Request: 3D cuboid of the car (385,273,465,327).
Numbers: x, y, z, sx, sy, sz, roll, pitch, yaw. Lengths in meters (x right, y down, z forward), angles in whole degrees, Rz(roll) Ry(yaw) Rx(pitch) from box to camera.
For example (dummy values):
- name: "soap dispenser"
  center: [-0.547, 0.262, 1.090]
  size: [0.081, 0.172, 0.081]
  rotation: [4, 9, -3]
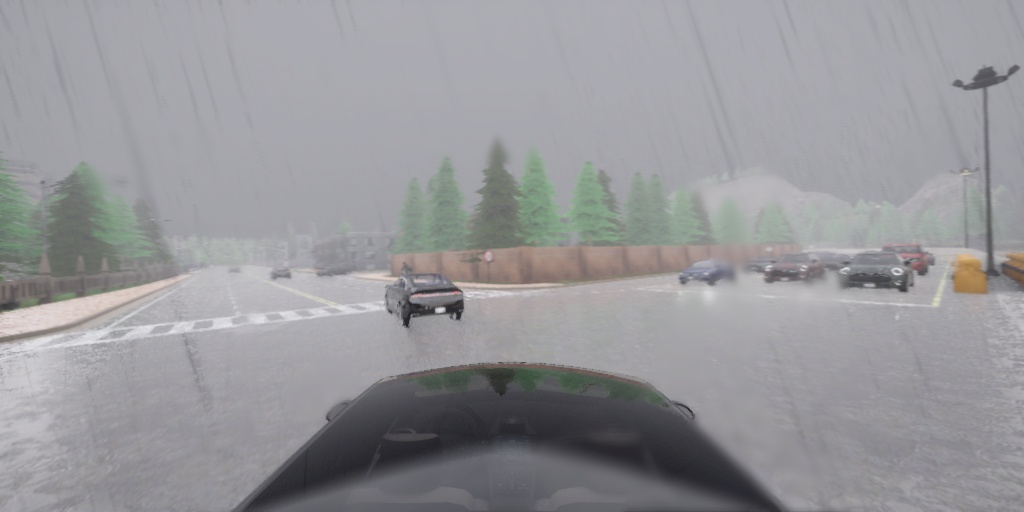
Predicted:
- name: "car"
  center: [-3.116, 1.338, 12.219]
  size: [2.128, 1.511, 4.902]
  rotation: [-2, 0, -27]

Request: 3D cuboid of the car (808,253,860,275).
- name: "car"
  center: [24.412, 0.566, 27.127]
  size: [5.357, 1.411, 2.033]
  rotation: [-2, 0, -38]

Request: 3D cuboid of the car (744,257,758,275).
- name: "car"
  center: [19.393, 0.734, 27.588]
  size: [4.181, 1.385, 1.994]
  rotation: [-2, 0, -39]

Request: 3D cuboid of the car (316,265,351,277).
- name: "car"
  center: [-23.119, 1.950, 46.745]
  size: [2.128, 1.511, 4.902]
  rotation: [-2, 0, 14]

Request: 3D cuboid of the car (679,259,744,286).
- name: "car"
  center: [11.866, 0.922, 21.556]
  size: [4.674, 1.442, 1.812]
  rotation: [-2, 0, -38]

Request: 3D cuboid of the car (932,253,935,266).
- name: "car"
  center: [37.954, 0.175, 33.517]
  size: [4.181, 1.385, 1.994]
  rotation: [-2, 0, -38]

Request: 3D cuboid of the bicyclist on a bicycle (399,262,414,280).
- name: "bicyclist on a bicycle"
  center: [-9.390, 1.342, 31.829]
  size: [1.656, 1.620, 0.582]
  rotation: [-2, 0, 21]

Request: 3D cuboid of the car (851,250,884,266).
- name: "car"
  center: [36.985, 0.147, 37.217]
  size: [4.892, 1.490, 1.837]
  rotation: [-2, 0, -38]

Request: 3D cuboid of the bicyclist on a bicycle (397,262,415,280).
- name: "bicyclist on a bicycle"
  center: [-9.689, 1.351, 32.768]
  size: [1.656, 1.620, 0.582]
  rotation: [-2, 0, 28]

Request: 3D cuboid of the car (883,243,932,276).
- name: "car"
  center: [26.079, 0.190, 23.985]
  size: [5.566, 2.045, 2.150]
  rotation: [-2, 0, -38]

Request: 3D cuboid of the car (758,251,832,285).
- name: "car"
  center: [16.305, 0.614, 20.606]
  size: [4.553, 1.767, 2.097]
  rotation: [-2, 0, -39]

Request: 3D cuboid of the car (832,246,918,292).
- name: "car"
  center: [16.735, 0.600, 16.464]
  size: [4.553, 1.767, 2.097]
  rotation: [-2, 0, -39]

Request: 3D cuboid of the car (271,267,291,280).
- name: "car"
  center: [-29.027, 2.129, 44.975]
  size: [2.128, 1.511, 4.902]
  rotation: [-2, 0, -39]
